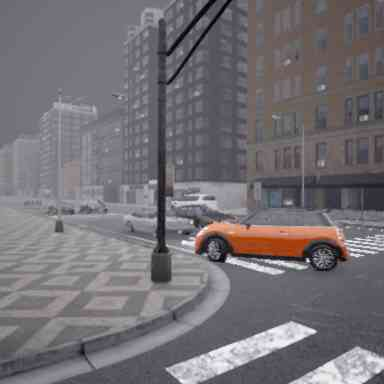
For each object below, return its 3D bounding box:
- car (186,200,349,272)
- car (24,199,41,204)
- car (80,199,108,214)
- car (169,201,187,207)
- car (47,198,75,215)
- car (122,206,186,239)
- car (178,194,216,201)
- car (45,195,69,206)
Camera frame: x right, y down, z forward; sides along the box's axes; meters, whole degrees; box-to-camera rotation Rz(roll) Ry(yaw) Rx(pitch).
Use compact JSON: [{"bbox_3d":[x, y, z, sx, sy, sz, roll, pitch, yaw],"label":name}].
[{"bbox_3d":[2.404,1.257,10.492,4.553,1.767,2.097,0,-1,21],"label":"car"},{"bbox_3d":[-22.218,1.218,46.234,1.994,1.385,4.181,0,0,-35],"label":"car"},{"bbox_3d":[-10.402,1.518,35.012,1.812,1.442,4.674,0,0,-35],"label":"car"},{"bbox_3d":[0.346,1.503,19.826,2.033,1.411,5.357,0,0,-35],"label":"car"},{"bbox_3d":[-13.115,1.484,33.221,1.837,1.490,4.892,0,0,-35],"label":"car"},{"bbox_3d":[-1.833,1.543,17.280,1.895,1.301,4.718,0,0,-35],"label":"car"},{"bbox_3d":[0.065,1.253,32.017,2.150,2.045,5.566,0,0,-41],"label":"car"},{"bbox_3d":[-19.566,1.203,48.113,2.128,1.511,4.902,0,0,-35],"label":"car"}]
